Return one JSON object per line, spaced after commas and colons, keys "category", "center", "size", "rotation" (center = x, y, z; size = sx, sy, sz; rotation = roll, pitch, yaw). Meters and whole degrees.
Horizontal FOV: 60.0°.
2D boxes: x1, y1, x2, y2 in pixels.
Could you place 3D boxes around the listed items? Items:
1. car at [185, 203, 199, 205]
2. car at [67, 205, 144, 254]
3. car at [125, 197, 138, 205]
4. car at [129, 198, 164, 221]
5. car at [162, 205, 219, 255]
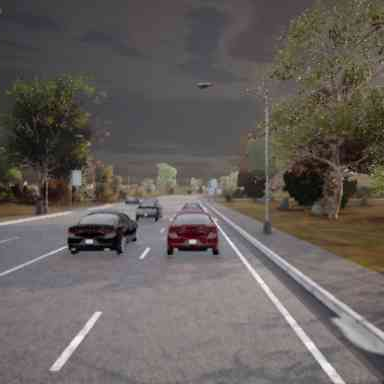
{"category": "car", "center": [0.036, 1.621, 27.697], "size": [1.994, 1.385, 4.181], "rotation": [0, 0, 0]}
{"category": "car", "center": [-3.449, 1.518, 13.714], "size": [1.882, 1.535, 5.008], "rotation": [0, 0, 1]}
{"category": "car", "center": [-10.562, 1.561, 58.664], "size": [1.882, 1.535, 5.008], "rotation": [0, 0, 1]}
{"category": "car", "center": [-3.468, 1.547, 27.519], "size": [2.128, 1.511, 4.902], "rotation": [0, 0, 0]}
{"category": "car", "center": [0.048, 1.518, 13.640], "size": [1.882, 1.535, 5.008], "rotation": [0, 0, 0]}
